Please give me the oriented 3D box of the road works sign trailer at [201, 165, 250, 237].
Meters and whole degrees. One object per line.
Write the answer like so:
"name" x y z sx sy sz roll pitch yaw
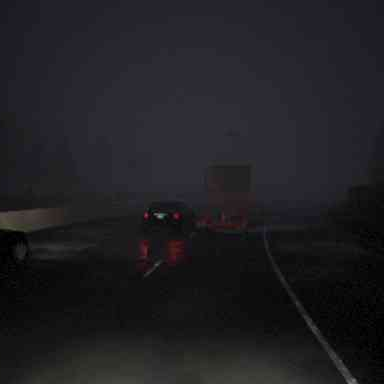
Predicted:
"road works sign trailer" 1.911 0.358 17.690 2.380 3.560 2.880 0 0 16

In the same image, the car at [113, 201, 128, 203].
"car" -7.644 1.236 43.142 1.812 1.442 4.674 0 0 26

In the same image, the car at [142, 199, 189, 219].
"car" -2.089 1.364 28.344 2.033 1.411 5.357 0 0 18

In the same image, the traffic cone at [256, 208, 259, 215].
"traffic cone" 5.911 1.781 30.078 0.340 0.580 0.340 0 0 16

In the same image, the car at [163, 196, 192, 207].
"car" -1.980 1.303 46.752 1.895 1.301 4.718 0 0 28

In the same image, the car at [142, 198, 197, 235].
"car" -1.102 1.233 18.434 2.097 1.767 4.553 0 0 12

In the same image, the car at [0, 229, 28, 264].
"car" -6.273 1.408 8.538 1.882 1.535 5.008 0 0 6
